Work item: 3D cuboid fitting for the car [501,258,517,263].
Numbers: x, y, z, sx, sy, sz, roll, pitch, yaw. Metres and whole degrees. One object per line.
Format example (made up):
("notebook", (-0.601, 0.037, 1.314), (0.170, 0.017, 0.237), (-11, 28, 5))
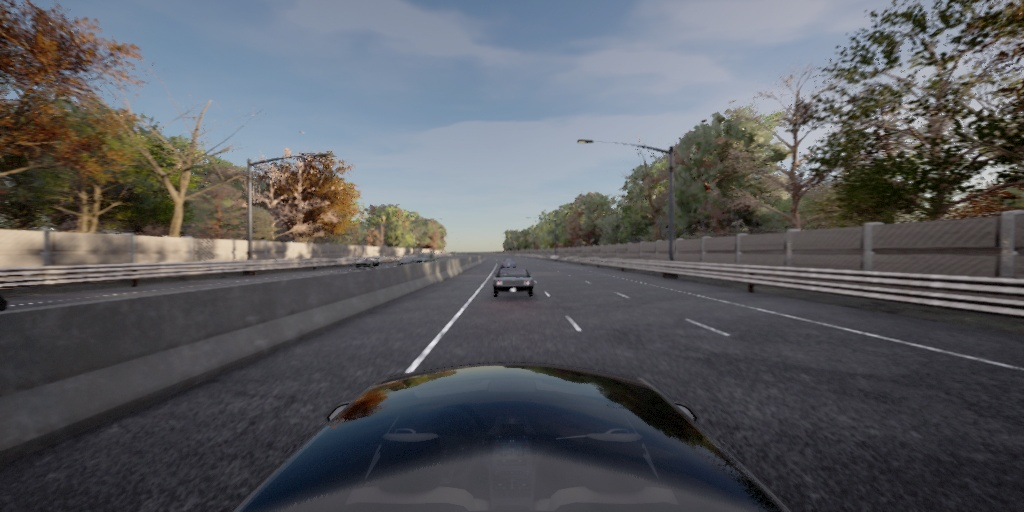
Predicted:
("car", (-0.384, 0.930, 44.967), (1.994, 1.385, 4.181), (0, 1, -1))

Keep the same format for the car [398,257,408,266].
("car", (-14.598, 0.831, 50.602), (1.837, 1.490, 4.892), (0, 1, -1))

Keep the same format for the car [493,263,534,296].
("car", (0.053, 1.205, 18.077), (1.895, 1.301, 4.718), (0, 1, 0))

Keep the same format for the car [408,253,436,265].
("car", (-10.998, 0.592, 45.289), (2.150, 2.045, 5.566), (0, 1, -1))

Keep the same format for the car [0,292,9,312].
("car", (-14.098, 1.222, 7.245), (1.837, 1.490, 4.892), (0, 1, 0))

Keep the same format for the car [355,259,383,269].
("car", (-17.993, 0.979, 45.169), (1.895, 1.301, 4.718), (0, 1, -1))
